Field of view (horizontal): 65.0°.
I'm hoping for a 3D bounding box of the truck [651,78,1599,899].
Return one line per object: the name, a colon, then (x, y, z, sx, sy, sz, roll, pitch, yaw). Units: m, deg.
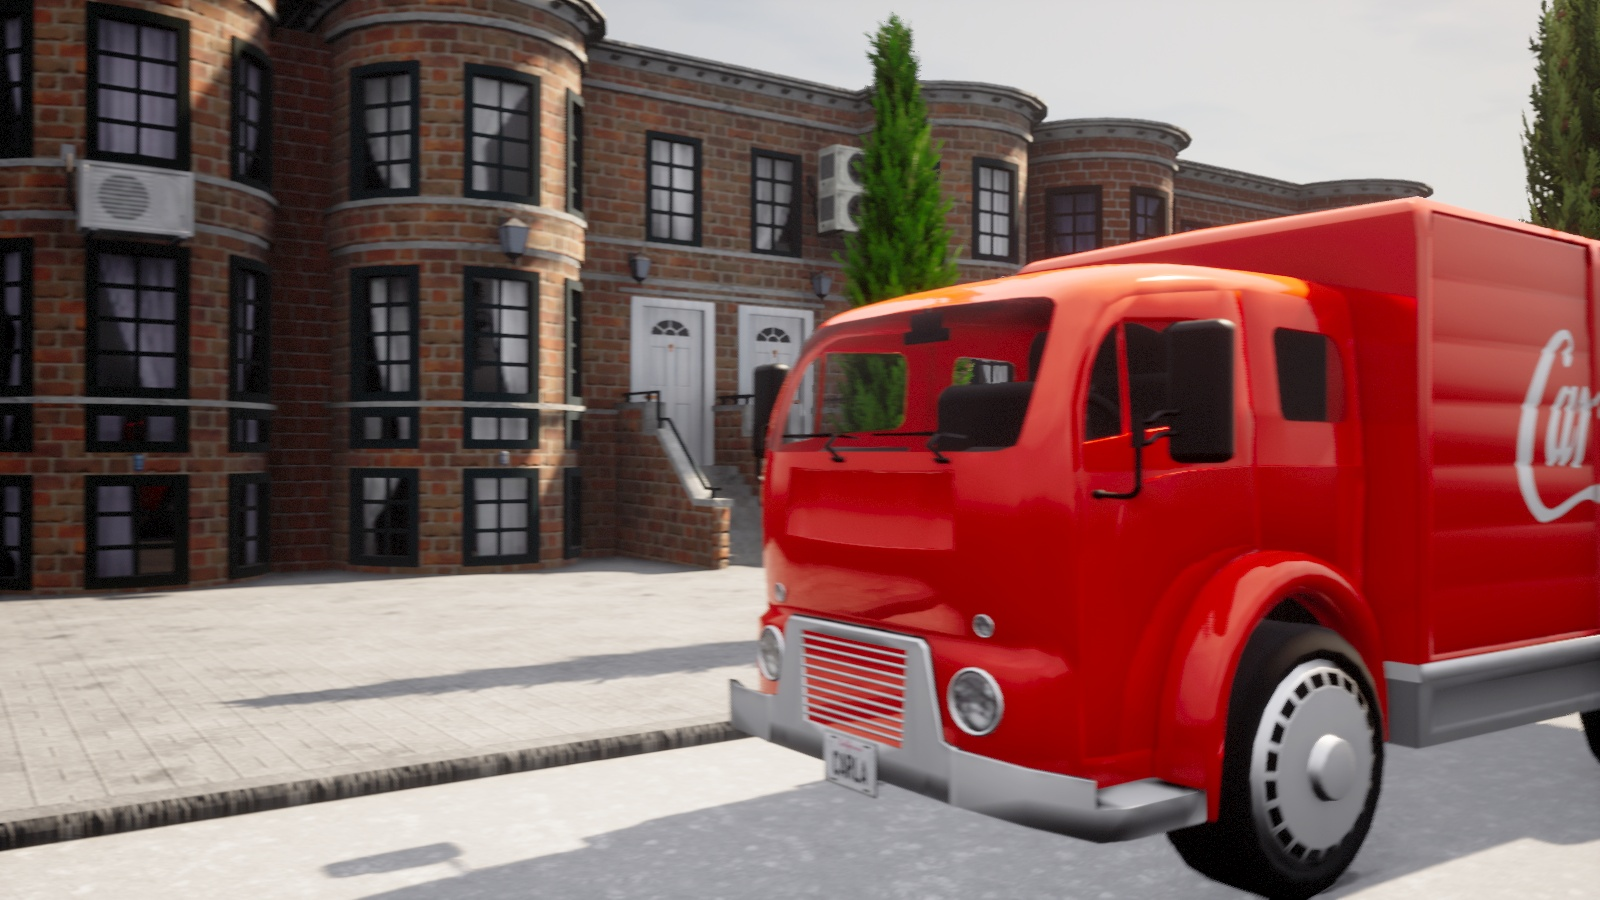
truck: (2.243, 0.268, 5.831, 5.204, 2.467, 2.627, 0, 0, -35)
